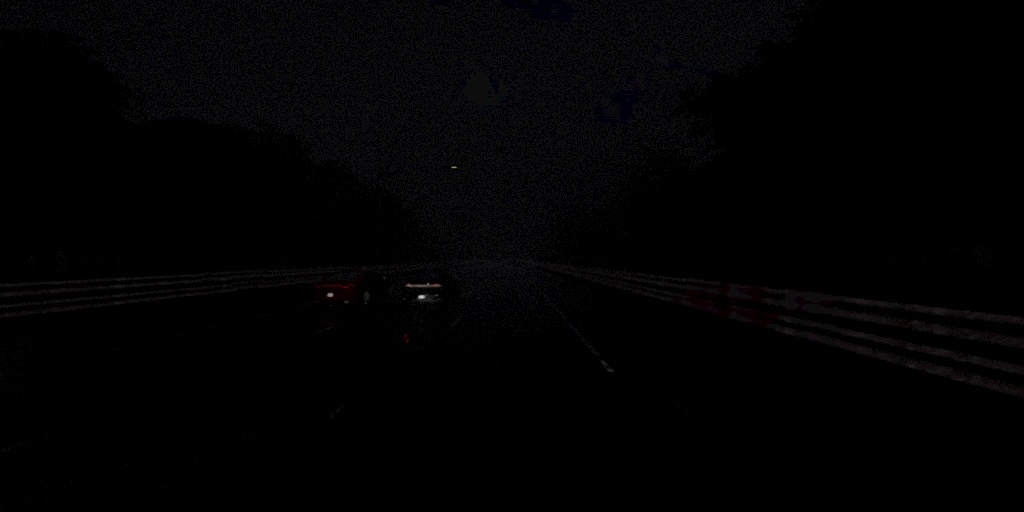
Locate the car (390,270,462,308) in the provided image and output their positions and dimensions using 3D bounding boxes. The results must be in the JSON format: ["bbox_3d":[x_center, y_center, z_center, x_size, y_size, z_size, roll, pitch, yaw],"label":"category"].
[{"bbox_3d":[-3.391,1.353,15.877,2.128,1.511,4.902,0,0,0],"label":"car"}]

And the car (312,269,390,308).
[{"bbox_3d":[-6.888,1.341,16.074,1.882,1.535,5.008,0,0,0],"label":"car"}]
